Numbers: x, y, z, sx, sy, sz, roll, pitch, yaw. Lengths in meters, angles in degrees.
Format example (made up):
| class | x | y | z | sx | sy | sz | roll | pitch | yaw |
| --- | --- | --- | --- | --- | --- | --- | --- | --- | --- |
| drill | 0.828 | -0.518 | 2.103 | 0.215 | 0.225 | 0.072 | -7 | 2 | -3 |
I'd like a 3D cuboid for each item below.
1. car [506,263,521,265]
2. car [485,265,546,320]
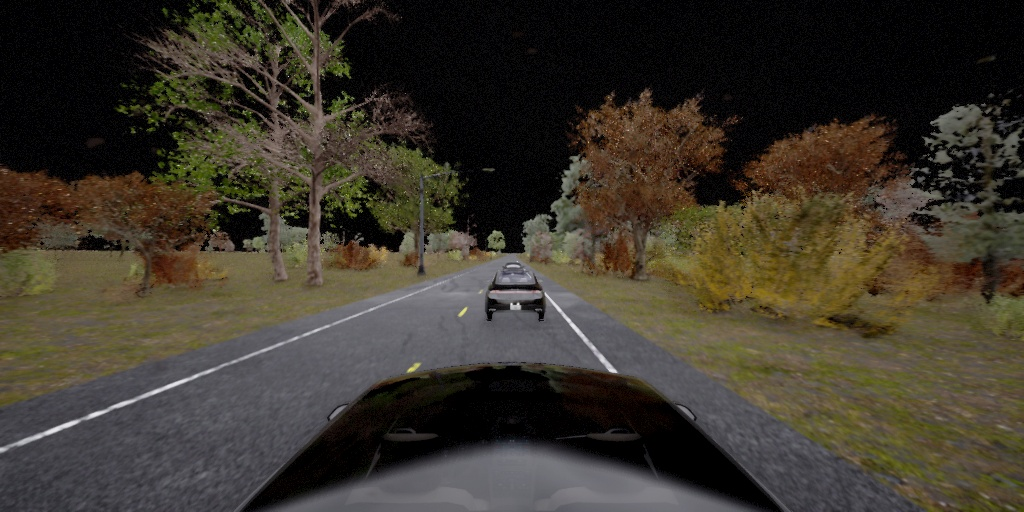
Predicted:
| class | x | y | z | sx | sy | sz | roll | pitch | yaw |
| --- | --- | --- | --- | --- | --- | --- | --- | --- | --- |
| car | 0.110 | 1.273 | 30.608 | 1.812 | 1.442 | 4.674 | 0 | 0 | 0 |
| car | 0.104 | 1.244 | 12.569 | 2.128 | 1.511 | 4.902 | 0 | 0 | 0 |
